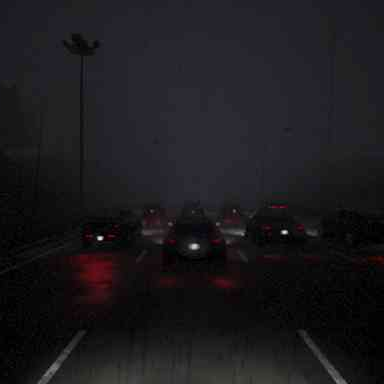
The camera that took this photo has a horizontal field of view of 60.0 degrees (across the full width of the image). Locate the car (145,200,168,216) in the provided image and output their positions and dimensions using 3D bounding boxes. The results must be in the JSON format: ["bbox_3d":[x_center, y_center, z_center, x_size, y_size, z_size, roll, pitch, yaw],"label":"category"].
[{"bbox_3d":[-3.417,1.439,30.633,1.812,1.442,4.674,0,0,0],"label":"car"}]

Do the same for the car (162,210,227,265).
[{"bbox_3d":[0.072,1.531,11.541,1.994,1.385,4.181,0,0,0],"label":"car"}]

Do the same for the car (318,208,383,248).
[{"bbox_3d":[7.084,1.463,14.430,1.837,1.490,4.892,0,0,0],"label":"car"}]

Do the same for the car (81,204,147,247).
[{"bbox_3d":[-3.414,1.463,14.805,1.837,1.490,4.892,0,0,0],"label":"car"}]

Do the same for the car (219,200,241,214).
[{"bbox_3d":[3.583,1.439,30.634,1.812,1.442,4.674,0,0,0],"label":"car"}]

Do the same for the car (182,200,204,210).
[{"bbox_3d":[0.088,1.408,29.606,2.128,1.511,4.902,0,0,0],"label":"car"}]

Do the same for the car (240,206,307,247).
[{"bbox_3d":[3.585,1.521,14.862,1.994,1.385,4.181,0,0,0],"label":"car"}]

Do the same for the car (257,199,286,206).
[{"bbox_3d":[7.088,1.420,29.726,1.837,1.490,4.892,0,0,0],"label":"car"}]
